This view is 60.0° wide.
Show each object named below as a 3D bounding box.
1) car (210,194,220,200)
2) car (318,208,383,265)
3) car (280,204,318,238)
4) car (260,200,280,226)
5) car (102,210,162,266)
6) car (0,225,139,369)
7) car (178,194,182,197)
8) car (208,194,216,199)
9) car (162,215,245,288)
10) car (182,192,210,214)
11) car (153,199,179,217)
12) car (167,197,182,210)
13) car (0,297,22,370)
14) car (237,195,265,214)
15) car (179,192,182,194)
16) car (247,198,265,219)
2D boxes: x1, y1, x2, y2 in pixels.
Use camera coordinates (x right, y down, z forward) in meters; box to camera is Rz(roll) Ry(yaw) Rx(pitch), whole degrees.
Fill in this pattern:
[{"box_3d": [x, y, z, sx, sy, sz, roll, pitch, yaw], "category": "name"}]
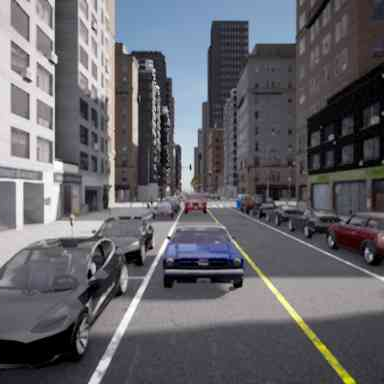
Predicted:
[{"box_3d": [5.891, 1.177, 82.947, 1.967, 1.590, 4.097, 0, 0, -1], "category": "car"}, {"box_3d": [6.211, 1.400, 11.440, 1.967, 1.590, 4.097, 0, 0, 0], "category": "car"}, {"box_3d": [6.208, 1.491, 16.964, 2.008, 1.369, 4.403, 0, 0, 0], "category": "car"}, {"box_3d": [6.206, 1.472, 22.487, 2.008, 1.369, 4.403, 0, 0, 0], "category": "car"}, {"box_3d": [-2.315, 1.525, 11.423, 1.947, 1.339, 4.313, 0, 0, 0], "category": "car"}, {"box_3d": [-2.312, 1.545, 5.898, 1.947, 1.339, 4.313, 0, 0, 0], "category": "car"}, {"box_3d": [-2.328, 1.303, 39.048, 1.967, 1.590, 4.097, 0, 0, 0], "category": "car"}, {"box_3d": [5.637, 1.291, 94.255, 1.802, 1.307, 4.206, 0, 0, -1], "category": "car"}, {"box_3d": [0.245, 1.568, 9.281, 1.895, 1.301, 4.718, 0, 0, 0], "category": "car"}, {"box_3d": [0.342, 1.102, 33.498, 2.150, 2.045, 5.566, 0, 0, 0], "category": "car"}, {"box_3d": [-2.323, 1.483, 27.999, 1.802, 1.307, 4.206, 0, 0, 0], "category": "car"}, {"box_3d": [-2.326, 1.448, 33.524, 1.947, 1.339, 4.313, 0, 0, 0], "category": "car"}, {"box_3d": [-2.309, 1.543, 0.373, 1.887, 1.381, 4.507, 0, 0, 0], "category": "car"}, {"box_3d": [6.201, 1.198, 33.534, 2.192, 1.841, 5.009, 0, 0, 0], "category": "car"}, {"box_3d": [-2.886, 1.149, 94.072, 1.967, 1.590, 4.097, 0, 0, -1], "category": "car"}, {"box_3d": [6.203, 1.468, 28.011, 1.947, 1.339, 4.313, 0, 0, 0], "category": "car"}]
